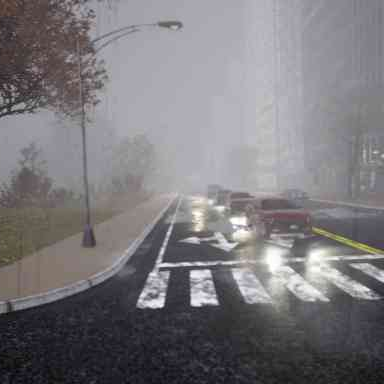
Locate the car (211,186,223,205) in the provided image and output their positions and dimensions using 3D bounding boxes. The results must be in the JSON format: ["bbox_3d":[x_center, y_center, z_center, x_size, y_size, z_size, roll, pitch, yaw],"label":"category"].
[{"bbox_3d":[3.348,0.463,34.397,1.882,1.535,5.008,-2,1,-1],"label":"car"}]

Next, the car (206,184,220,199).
[{"bbox_3d":[3.166,-0.117,47.184,2.150,2.045,5.566,-2,1,0],"label":"car"}]

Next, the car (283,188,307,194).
[{"bbox_3d":[10.038,0.312,33.604,2.033,1.411,5.357,-2,2,-1],"label":"car"}]

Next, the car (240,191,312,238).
[{"bbox_3d":[3.672,0.965,14.844,1.882,1.535,5.008,-2,2,-2],"label":"car"}]

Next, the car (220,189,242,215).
[{"bbox_3d":[3.513,0.716,24.548,1.882,1.535,5.008,-2,1,-1],"label":"car"}]
